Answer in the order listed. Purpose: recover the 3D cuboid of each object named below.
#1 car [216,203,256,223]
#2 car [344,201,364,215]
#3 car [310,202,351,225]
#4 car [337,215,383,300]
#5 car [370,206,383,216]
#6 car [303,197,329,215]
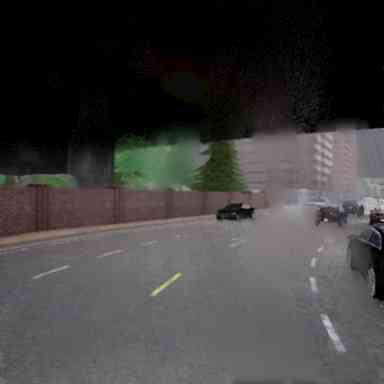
[{"bbox_3d":[3.790,1.662,28.209,1.882,1.535,5.008,1,0,32],"label":"car"},{"bbox_3d":[17.895,1.759,37.169,2.097,1.767,4.553,1,0,32],"label":"car"},{"bbox_3d":[10.863,1.769,25.874,1.837,1.490,4.892,1,0,32],"label":"car"},{"bbox_3d":[5.207,1.599,8.375,2.128,1.511,4.902,0,0,17],"label":"car"},{"bbox_3d":[14.803,1.838,25.618,1.812,1.442,4.674,1,0,32],"label":"car"},{"bbox_3d":[14.700,1.598,38.951,2.150,2.045,5.566,1,-1,32],"label":"car"}]
